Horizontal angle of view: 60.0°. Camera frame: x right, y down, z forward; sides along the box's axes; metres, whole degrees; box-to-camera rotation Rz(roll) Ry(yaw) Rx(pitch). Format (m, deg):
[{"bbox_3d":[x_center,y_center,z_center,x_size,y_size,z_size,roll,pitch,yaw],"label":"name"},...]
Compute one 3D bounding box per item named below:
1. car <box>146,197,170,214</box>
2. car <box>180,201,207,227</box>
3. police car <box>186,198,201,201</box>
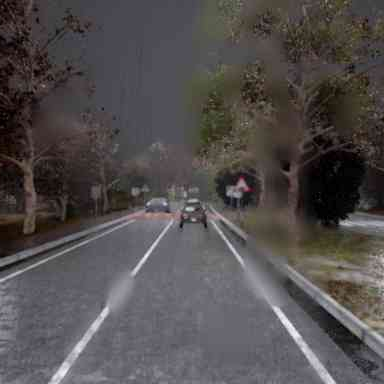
[{"bbox_3d":[-3.318,1.315,33.299,2.097,1.767,4.553,1,-7,0],"label":"car"},{"bbox_3d":[0.105,1.625,23.758,1.812,1.442,4.674,0,0,0],"label":"car"},{"bbox_3d":[0.146,1.556,42.091,1.930,1.638,5.238,0,0,0],"label":"police car"}]
